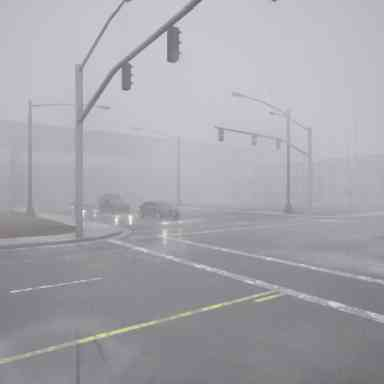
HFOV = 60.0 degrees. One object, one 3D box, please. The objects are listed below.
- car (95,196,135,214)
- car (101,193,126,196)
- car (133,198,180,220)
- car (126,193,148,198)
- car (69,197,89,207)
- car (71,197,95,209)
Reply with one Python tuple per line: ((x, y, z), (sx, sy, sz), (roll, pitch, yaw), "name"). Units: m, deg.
((-8.458, 1.478, 36.008), (1.882, 1.535, 5.008), (0, 0, -36), "car")
((-11.795, 1.221, 47.107), (2.150, 2.045, 5.566), (0, 0, -33), "car")
((-2.878, 1.505, 28.436), (1.837, 1.490, 4.892), (0, 0, -36), "car")
((-12.210, 1.222, 69.352), (2.150, 2.045, 5.566), (0, 0, 30), "car")
((-18.304, 1.547, 54.173), (2.033, 1.411, 5.357), (0, 0, -8), "car")
((-14.259, 1.526, 44.295), (1.812, 1.442, 4.674), (0, 0, -32), "car")
